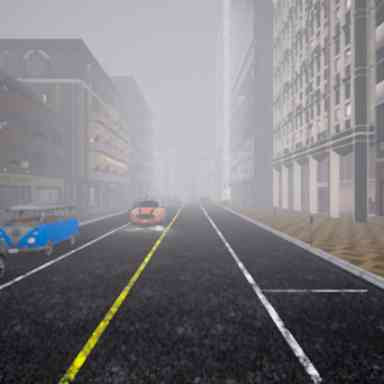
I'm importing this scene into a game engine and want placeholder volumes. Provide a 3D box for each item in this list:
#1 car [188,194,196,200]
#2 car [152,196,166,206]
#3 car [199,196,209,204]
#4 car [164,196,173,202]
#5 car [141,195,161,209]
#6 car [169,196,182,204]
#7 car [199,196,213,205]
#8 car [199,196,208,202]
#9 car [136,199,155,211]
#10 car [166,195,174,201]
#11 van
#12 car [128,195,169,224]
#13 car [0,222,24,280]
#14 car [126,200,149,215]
[{"bbox_3d":[0.003,1.281,86.549,2.097,1.767,4.553,0,0,0],"label":"car"},{"bbox_3d":[-5.689,1.483,57.899,1.967,1.590,4.097,0,0,0],"label":"car"},{"bbox_3d":[2.363,1.532,68.705,1.882,1.535,5.008,0,0,0],"label":"car"},{"bbox_3d":[-5.689,1.636,80.492,1.947,1.339,4.313,0,0,0],"label":"car"},{"bbox_3d":[-5.690,1.346,46.601,2.192,1.841,5.009,0,0,0],"label":"car"},{"bbox_3d":[-3.013,1.575,65.596,1.812,1.442,4.674,0,0,0],"label":"car"},{"bbox_3d":[2.692,1.568,58.068,1.752,1.417,4.829,0,0,0],"label":"car"},{"bbox_3d":[2.692,1.636,80.492,1.947,1.339,4.313,0,0,0],"label":"car"},{"bbox_3d":[-5.689,1.607,40.952,1.802,1.307,4.206,0,0,0],"label":"car"},{"bbox_3d":[-5.688,1.604,85.971,1.752,1.417,4.829,0,0,0],"label":"car"},{"bbox_3d":[-5.689,1.347,12.710,1.690,1.788,3.998,0,0,0],"label":"van"},{"bbox_3d":[-3.098,1.362,24.418,2.097,1.767,4.553,0,0,0],"label":"car"},{"bbox_3d":[-5.690,1.569,7.061,1.947,1.339,4.313,0,0,0],"label":"car"},{"bbox_3d":[-5.689,1.601,35.304,1.802,1.307,4.206,0,0,0],"label":"car"}]
